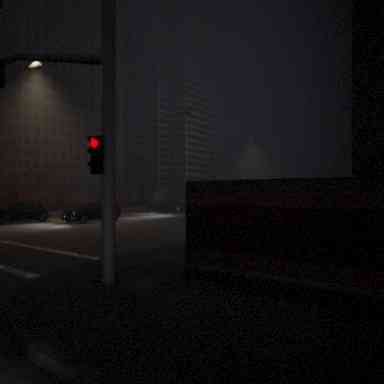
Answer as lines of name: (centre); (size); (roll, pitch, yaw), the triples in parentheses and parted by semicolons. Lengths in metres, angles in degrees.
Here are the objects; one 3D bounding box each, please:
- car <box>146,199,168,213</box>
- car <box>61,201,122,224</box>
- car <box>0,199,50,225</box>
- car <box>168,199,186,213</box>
car: (-2.799, 1.547, 37.641); (2.033, 1.411, 5.357); (0, 0, 36)
car: (-7.494, 1.505, 25.207); (1.837, 1.490, 4.892); (0, 0, 36)
car: (-12.757, 1.352, 23.883); (2.097, 1.767, 4.553); (0, 0, 36)
car: (0.046, 1.492, 35.595); (2.128, 1.511, 4.902); (0, 0, 36)
